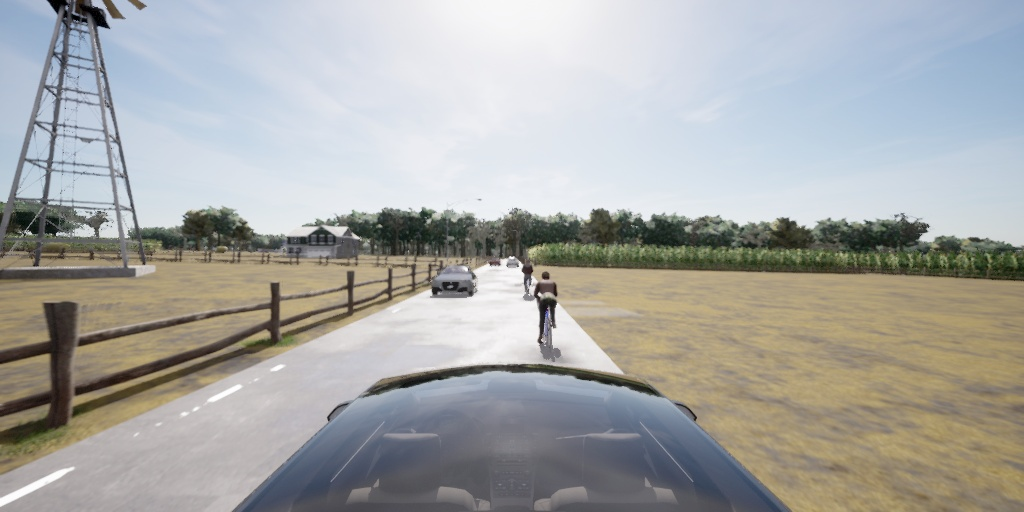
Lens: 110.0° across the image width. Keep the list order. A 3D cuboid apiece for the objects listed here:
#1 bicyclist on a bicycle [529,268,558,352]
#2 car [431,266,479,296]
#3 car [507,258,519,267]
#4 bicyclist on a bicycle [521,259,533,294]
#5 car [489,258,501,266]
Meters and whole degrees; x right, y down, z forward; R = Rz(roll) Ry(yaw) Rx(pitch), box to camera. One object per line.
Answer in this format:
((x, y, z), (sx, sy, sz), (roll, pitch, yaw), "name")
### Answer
((0.759, 1.170, 7.875), (0.582, 1.620, 1.656), (0, 0, 0), "bicyclist on a bicycle")
((-2.850, 1.224, 18.597), (1.994, 1.385, 4.181), (0, 0, 0), "car")
((0.101, 1.032, 57.073), (1.895, 1.301, 4.718), (0, 0, 0), "car")
((0.759, 1.036, 17.532), (0.659, 1.776, 1.843), (0, 1, 0), "bicyclist on a bicycle")
((-2.816, 1.017, 59.197), (1.895, 1.301, 4.718), (0, 0, 0), "car")
